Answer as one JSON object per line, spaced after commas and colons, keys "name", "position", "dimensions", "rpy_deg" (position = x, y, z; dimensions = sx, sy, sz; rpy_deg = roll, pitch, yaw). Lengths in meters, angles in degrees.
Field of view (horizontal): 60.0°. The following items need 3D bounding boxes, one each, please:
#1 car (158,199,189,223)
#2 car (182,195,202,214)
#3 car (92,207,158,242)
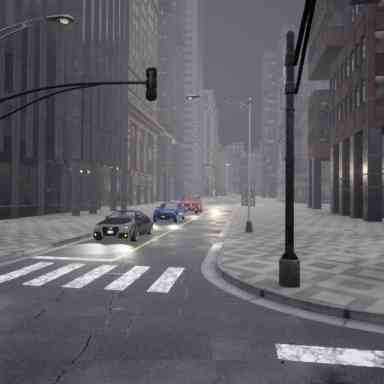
{"name": "car", "position": [-1.781, 1.581, 27.254], "dimensions": [1.882, 1.535, 5.008], "rpy_deg": [0, 0, 8]}
{"name": "car", "position": [-0.140, 1.361, 37.812], "dimensions": [2.150, 2.045, 5.566], "rpy_deg": [0, 0, 9]}
{"name": "car", "position": [-3.372, 1.632, 16.964], "dimensions": [1.994, 1.385, 4.181], "rpy_deg": [0, 0, 9]}
